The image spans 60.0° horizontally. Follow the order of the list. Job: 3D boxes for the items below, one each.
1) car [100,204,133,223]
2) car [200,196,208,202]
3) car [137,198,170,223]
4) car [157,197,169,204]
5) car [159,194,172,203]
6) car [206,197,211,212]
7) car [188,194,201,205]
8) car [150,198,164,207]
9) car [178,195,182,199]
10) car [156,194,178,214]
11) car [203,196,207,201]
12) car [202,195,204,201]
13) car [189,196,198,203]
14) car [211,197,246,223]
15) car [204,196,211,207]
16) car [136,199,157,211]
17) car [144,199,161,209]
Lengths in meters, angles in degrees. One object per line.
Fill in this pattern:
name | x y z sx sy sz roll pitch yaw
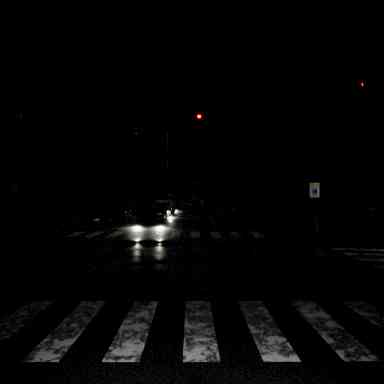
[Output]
car | -5.656 1.576 25.267 1.947 1.339 4.313 0 0 0
car | 2.682 1.573 75.896 1.837 1.490 4.892 0 0 0
car | -2.992 1.489 25.670 1.882 1.535 5.008 0 0 0
car | -5.490 1.635 63.466 1.802 1.307 4.206 0 0 0
car | -5.466 1.375 68.923 2.192 1.841 5.009 0 0 0
car | 2.916 1.588 36.152 1.947 1.339 4.313 0 0 0
car | 0.350 1.612 59.270 1.994 1.385 4.181 0 0 1
car | -5.537 1.623 52.552 1.802 1.307 4.206 0 0 0
car | -2.892 1.525 46.180 2.128 1.511 4.902 0 0 0
car | -2.946 1.243 35.736 2.150 2.045 5.566 0 0 0
car | 2.964 1.585 47.065 2.008 1.369 4.403 0 0 0
car | 2.988 1.481 52.521 1.967 1.590 4.097 0 0 0
car | 0.394 1.586 69.255 1.812 1.442 4.674 0 0 0
car | 2.869 1.326 25.239 2.192 1.841 5.009 0 0 0
car | 2.940 1.579 41.608 2.008 1.369 4.403 0 0 0
car | -5.585 1.579 41.638 2.008 1.369 4.403 0 0 0
car | -5.561 1.616 47.095 1.802 1.307 4.206 0 0 0
